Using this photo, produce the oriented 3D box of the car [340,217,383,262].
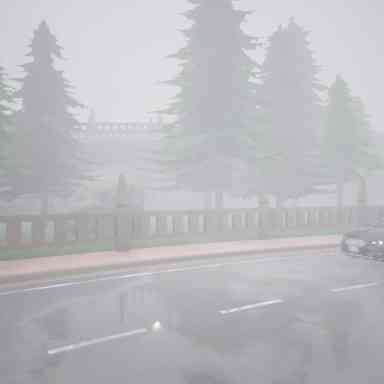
[{"bbox_3d":[7.256,1.488,11.141,4.902,1.511,2.128,0,0,-21],"label":"car"}]
